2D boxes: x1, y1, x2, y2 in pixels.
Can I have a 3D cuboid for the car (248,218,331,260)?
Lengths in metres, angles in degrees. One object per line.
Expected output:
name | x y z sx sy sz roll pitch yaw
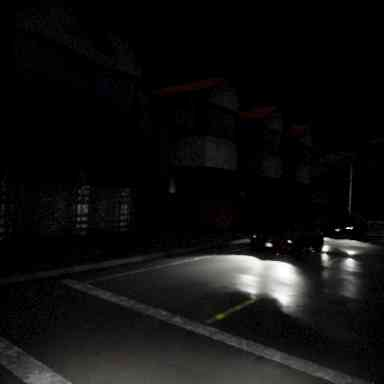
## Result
car | 4.065 1.852 13.924 1.994 1.385 4.181 3 0 37

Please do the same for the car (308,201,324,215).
car | 17.706 2.383 51.901 5.566 2.045 2.150 3 -1 12

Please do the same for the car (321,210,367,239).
car | 10.358 2.165 22.232 1.837 1.490 4.892 3 0 37
